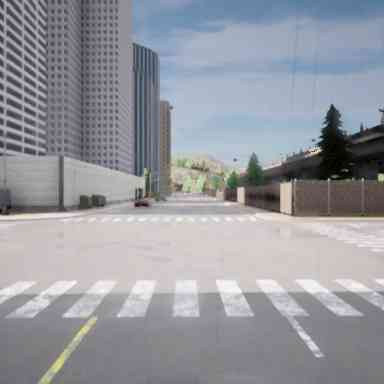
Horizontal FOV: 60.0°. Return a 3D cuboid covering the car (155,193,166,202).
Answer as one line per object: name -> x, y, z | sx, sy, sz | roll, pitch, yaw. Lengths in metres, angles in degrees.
car -> -6.931, 1.211, 74.236 | 2.150, 2.045, 5.566 | 0, 0, 0

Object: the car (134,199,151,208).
car -> -6.957, 1.606, 46.968 | 1.895, 1.301, 4.718 | 0, 0, 0
